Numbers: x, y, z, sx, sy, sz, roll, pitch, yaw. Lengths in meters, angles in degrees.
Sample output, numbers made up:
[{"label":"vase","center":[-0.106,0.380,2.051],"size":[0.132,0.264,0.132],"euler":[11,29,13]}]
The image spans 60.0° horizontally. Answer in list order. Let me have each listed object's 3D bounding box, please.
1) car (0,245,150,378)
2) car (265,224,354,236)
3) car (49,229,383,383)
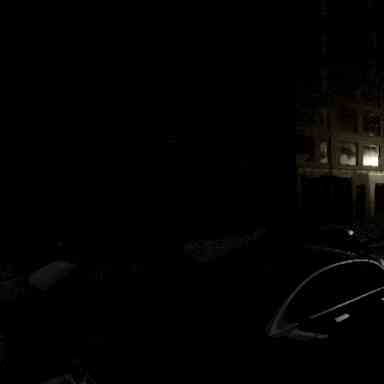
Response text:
[{"label":"car","center":[-1.665,1.572,5.355],"size":[4.206,1.307,1.802],"euler":[0,0,-36]},{"label":"car","center":[2.837,1.525,8.568],"size":[4.313,1.339,1.947],"euler":[0,0,-36]},{"label":"car","center":[1.068,1.489,4.123],"size":[4.892,1.490,1.837],"euler":[0,0,-35]}]
